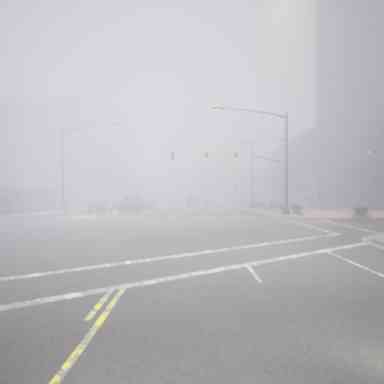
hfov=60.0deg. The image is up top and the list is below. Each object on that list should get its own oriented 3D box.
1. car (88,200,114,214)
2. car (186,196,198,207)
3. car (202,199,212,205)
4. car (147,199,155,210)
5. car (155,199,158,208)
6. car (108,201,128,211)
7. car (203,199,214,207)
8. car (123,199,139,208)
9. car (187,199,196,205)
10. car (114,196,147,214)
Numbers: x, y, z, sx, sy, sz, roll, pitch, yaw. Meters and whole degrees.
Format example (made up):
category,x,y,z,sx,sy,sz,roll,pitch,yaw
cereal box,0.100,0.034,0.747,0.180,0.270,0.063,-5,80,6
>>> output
category,x,y,z,sx,sy,sz,roll,pitch,yaw
car,-10.594,1.716,38.677,2.128,1.511,4.902,0,-1,0
car,-0.045,1.881,67.171,2.150,2.045,5.566,0,-1,0
car,3.448,2.297,77.557,2.033,1.411,5.357,0,-1,0
car,-7.091,1.714,48.691,2.097,1.767,4.553,0,-1,-1
car,-7.093,2.001,58.731,1.882,1.535,5.008,0,-1,0
car,-10.595,1.952,47.948,1.895,1.301,4.718,0,-1,0
car,3.454,2.191,67.556,1.812,1.442,4.674,0,-1,0
car,-10.590,1.991,58.092,1.882,1.535,5.008,0,-1,0
car,-0.052,2.309,77.555,1.994,1.385,4.181,0,-1,0
car,-7.097,1.453,39.052,2.150,2.045,5.566,0,-1,0
